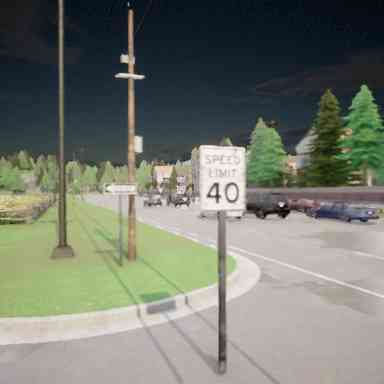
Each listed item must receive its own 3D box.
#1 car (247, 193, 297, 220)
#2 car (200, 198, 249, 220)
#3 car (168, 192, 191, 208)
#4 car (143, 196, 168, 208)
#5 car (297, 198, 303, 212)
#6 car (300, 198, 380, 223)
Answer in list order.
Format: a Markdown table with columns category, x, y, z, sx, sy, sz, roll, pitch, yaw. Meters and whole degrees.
| category | x | y | z | sx | sy | sz | roll | pitch | yaw |
| --- | --- | --- | --- | --- | --- | --- | --- | --- | --- |
| car | 5.582 | 1.080 | 26.928 | 2.150 | 2.045 | 5.566 | 0 | 0 | -22 |
| car | 2.221 | 1.408 | 25.910 | 1.812 | 1.442 | 4.674 | 0 | 0 | -22 |
| car | -1.933 | 1.049 | 45.828 | 2.150 | 2.045 | 5.566 | 0 | 0 | -22 |
| car | -5.363 | 1.343 | 44.984 | 2.128 | 1.511 | 4.902 | 0 | 0 | -22 |
| car | 10.741 | 1.331 | 32.902 | 1.812 | 1.442 | 4.674 | 0 | 0 | -22 |
| car | 10.582 | 1.389 | 23.829 | 2.033 | 1.411 | 5.357 | 0 | 0 | -22 |
